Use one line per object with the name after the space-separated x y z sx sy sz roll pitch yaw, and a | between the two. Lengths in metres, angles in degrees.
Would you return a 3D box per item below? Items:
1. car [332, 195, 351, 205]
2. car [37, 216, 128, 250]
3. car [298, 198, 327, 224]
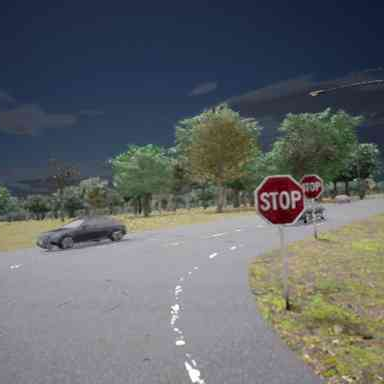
23.071 1.177 51.406 1.812 1.442 4.674 -7 -3 40 | car
-5.445 2.015 17.003 1.812 1.442 4.674 -7 -3 40 | car
6.905 1.158 20.979 1.837 1.490 4.892 -7 -3 40 | car
